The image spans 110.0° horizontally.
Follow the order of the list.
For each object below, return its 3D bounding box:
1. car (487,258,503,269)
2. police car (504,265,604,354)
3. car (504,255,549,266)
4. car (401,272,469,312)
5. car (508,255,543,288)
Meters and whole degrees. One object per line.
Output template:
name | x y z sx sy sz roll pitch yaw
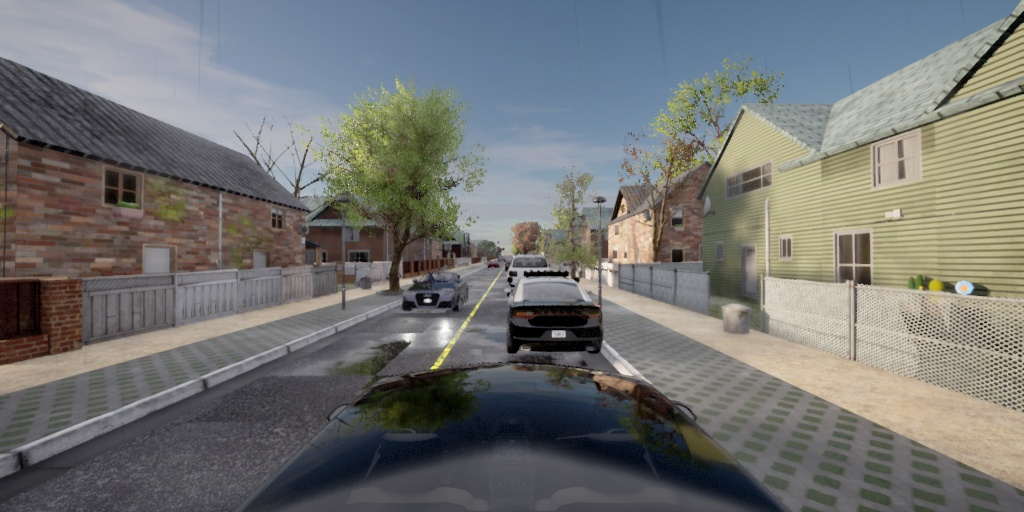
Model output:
car | -2.817 1.335 55.505 1.895 1.301 4.718 0 0 0
police car | 0.828 1.176 8.925 1.930 1.638 5.238 0 0 0
car | 0.833 0.975 18.848 2.150 2.045 5.566 0 0 0
car | -2.844 1.315 14.053 1.994 1.385 4.181 0 0 0
car | 0.836 0.976 24.849 2.150 2.045 5.566 0 0 0
